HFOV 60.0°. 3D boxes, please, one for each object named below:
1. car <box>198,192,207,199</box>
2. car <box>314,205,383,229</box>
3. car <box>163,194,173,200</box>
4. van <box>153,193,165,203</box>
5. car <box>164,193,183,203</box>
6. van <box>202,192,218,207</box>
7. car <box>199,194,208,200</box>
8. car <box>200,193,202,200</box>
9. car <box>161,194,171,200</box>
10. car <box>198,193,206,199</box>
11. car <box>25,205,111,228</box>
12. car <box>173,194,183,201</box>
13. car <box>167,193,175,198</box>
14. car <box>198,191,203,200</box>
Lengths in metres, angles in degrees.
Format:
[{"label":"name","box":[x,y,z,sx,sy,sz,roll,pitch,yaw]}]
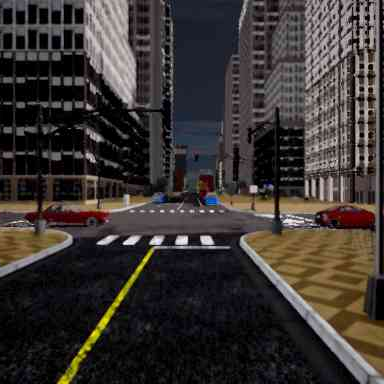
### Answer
[{"label":"car","box":[2.705,0.829,85.202,2.192,1.841,5.009,0,0,0]},{"label":"car","box":[9.837,1.509,20.676,4.181,1.385,1.994,0,0,-1]},{"label":"car","box":[-5.696,1.096,79.693,2.008,1.369,4.403,0,0,0]},{"label":"van","box":[-5.775,1.014,57.536,1.690,1.788,3.998,0,0,0]},{"label":"car","box":[-3.131,1.238,57.330,1.994,1.385,4.181,0,0,1]},{"label":"van","box":[2.679,1.078,46.432,1.690,1.788,3.998,0,0,0]},{"label":"car","box":[2.684,1.091,79.664,1.887,1.381,4.507,0,0,0]},{"label":"car","box":[2.607,1.250,51.971,1.887,1.381,4.507,0,0,0]},{"label":"car","box":[-5.716,1.143,74.155,1.947,1.339,4.313,0,0,0]},{"label":"car","box":[2.725,1.047,90.743,1.947,1.339,4.313,0,0,0]},{"label":"car","box":[-7.421,1.437,20.312,4.718,1.301,1.895,1,0,-1]},{"label":"car","box":[-3.035,1.181,72.721,1.895,1.301,4.718,0,0,0]},{"label":"car","box":[-5.655,1.063,90.773,1.802,1.307,4.206,0,0,0]},{"label":"car","box":[2.665,0.893,74.123,2.192,1.841,5.009,0,0,0]}]
